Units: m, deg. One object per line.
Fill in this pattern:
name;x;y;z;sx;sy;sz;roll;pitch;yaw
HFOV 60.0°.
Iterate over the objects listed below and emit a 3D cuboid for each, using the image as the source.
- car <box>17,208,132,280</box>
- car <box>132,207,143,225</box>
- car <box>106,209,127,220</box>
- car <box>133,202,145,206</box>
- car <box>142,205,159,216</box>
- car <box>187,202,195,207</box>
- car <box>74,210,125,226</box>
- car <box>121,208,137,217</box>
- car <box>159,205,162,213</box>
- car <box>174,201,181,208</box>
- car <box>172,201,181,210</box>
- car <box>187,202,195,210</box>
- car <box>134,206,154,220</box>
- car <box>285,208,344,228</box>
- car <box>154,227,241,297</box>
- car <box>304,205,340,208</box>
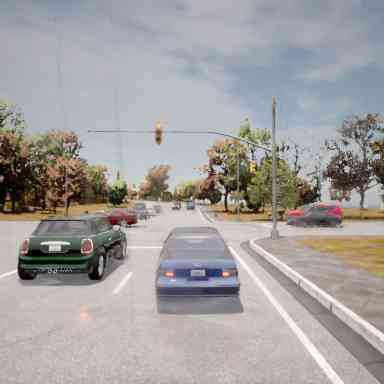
car;-3.447;1.485;10.487;2.097;1.767;4.553;0;-1;0
car;-7.337;2.376;29.867;5.008;1.535;1.882;0;-3;4
car;-10.773;3.205;47.571;2.033;1.411;5.357;0;-2;-3
car;-10.705;3.199;68.205;2.150;2.045;5.566;0;0;0
car;-7.252;3.429;57.660;1.812;1.442;4.674;0;-1;0
car;-0.356;3.299;87.934;1.994;1.385;4.181;0;0;-4
car;-9.260;2.592;33.509;4.674;1.442;1.812;0;-3;5
car;-10.754;3.501;57.448;1.895;1.301;4.718;0;-1;0
car;-7.215;3.483;67.950;1.837;1.490;4.892;0;0;0
car;-3.855;3.243;87.838;1.837;1.490;4.892;0;0;-4
car;-3.732;3.533;77.806;1.895;1.301;4.718;0;0;0
car;-0.231;3.462;77.751;1.812;1.442;4.674;0;0;0
car;-7.232;3.155;47.769;2.128;1.511;4.902;0;-2;1
car;10.869;2.406;29.533;4.674;1.442;1.812;0;-3;-2
car;0.065;1.645;8.873;2.033;1.411;5.357;0;-1;-1
car;12.157;2.268;33.112;5.566;2.045;2.150;0;-3;-2
